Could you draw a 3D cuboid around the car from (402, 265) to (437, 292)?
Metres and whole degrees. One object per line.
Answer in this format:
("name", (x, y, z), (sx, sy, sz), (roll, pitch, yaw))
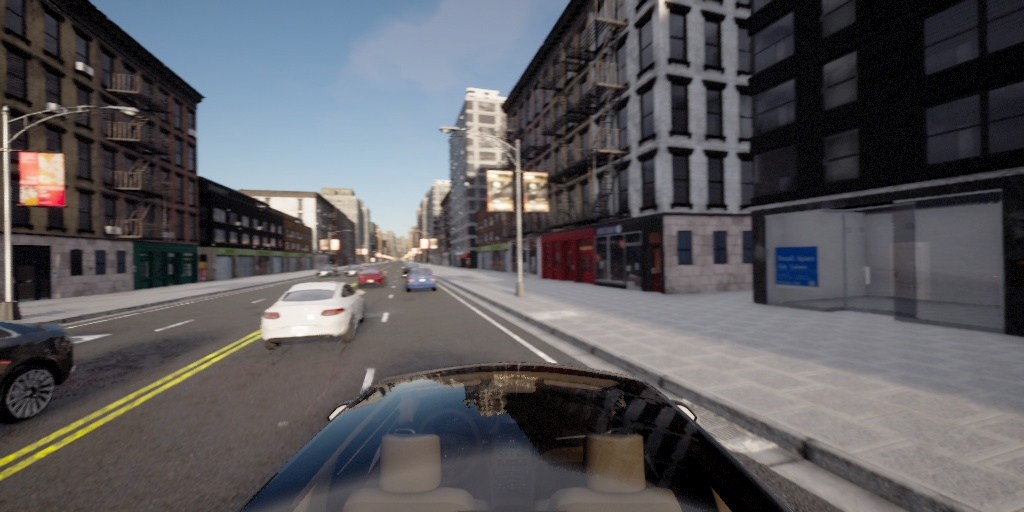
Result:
("car", (-6.020, 1.498, 23.519), (2.033, 1.411, 5.357), (-1, 0, -17))

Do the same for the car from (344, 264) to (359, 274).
("car", (-19.354, 1.790, 44.147), (2.128, 1.511, 4.902), (-1, 0, -17))

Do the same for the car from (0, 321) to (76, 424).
("car", (-6.707, 1.380, 3.070), (2.128, 1.511, 4.902), (-1, 0, -17))

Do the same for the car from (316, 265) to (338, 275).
("car", (-22.841, 1.860, 44.443), (2.128, 1.511, 4.902), (-1, 0, -17))

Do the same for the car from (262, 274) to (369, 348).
("car", (-5.160, 1.408, 9.770), (1.812, 1.442, 4.674), (-1, 0, -17))

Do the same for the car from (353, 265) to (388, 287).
("car", (-10.456, 1.577, 26.925), (1.812, 1.442, 4.674), (-1, 0, -17))
